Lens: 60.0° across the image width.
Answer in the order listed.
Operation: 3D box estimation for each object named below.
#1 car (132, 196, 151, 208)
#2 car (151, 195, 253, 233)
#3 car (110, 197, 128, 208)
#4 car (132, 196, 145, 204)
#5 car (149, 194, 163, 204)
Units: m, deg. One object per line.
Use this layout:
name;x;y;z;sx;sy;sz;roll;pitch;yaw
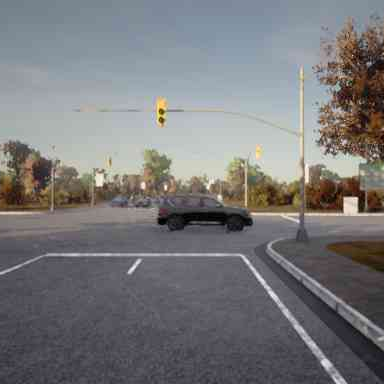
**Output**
car;-6.990;1.520;47.920;2.033;1.411;5.357;0;0;0
car;0.692;1.225;19.394;5.566;2.045;2.150;0;0;3
car;-10.487;1.450;48.020;1.882;1.535;5.008;0;0;0
car;-10.390;1.468;64.790;1.837;1.490;4.892;0;0;1
car;-6.902;1.315;64.282;2.097;1.767;4.553;0;0;1
